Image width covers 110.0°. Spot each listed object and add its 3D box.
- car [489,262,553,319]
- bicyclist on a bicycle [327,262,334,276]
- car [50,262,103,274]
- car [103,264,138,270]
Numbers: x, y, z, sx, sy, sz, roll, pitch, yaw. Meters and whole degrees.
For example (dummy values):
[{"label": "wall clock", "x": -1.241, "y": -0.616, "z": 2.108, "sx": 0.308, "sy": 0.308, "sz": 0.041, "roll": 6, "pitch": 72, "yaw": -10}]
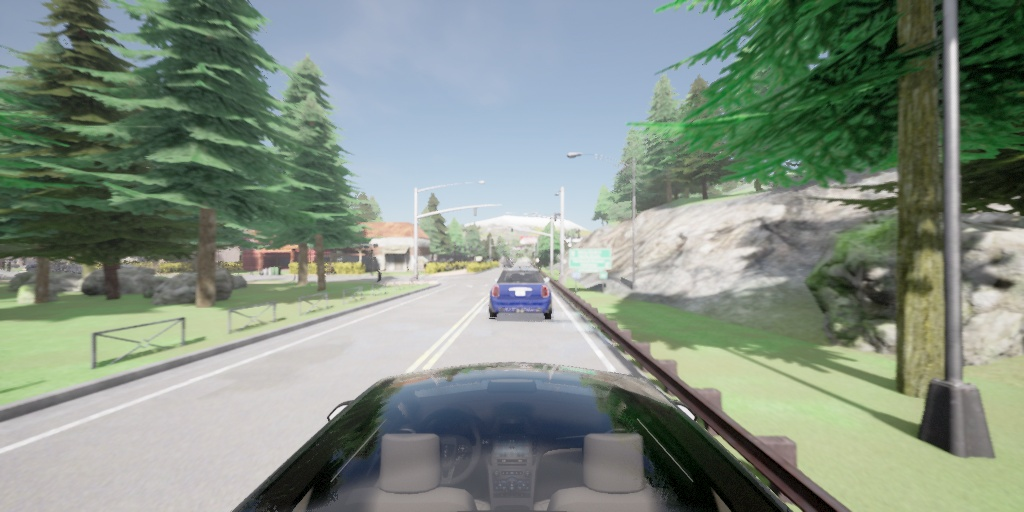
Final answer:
[{"label": "car", "x": 0.358, "y": 1.216, "z": 13.536, "sx": 2.097, "sy": 1.767, "sz": 4.553, "roll": 0, "pitch": -1, "yaw": 3}, {"label": "bicyclist on a bicycle", "x": -21.961, "y": 1.554, "z": 43.420, "sx": 0.582, "sy": 1.620, "sz": 1.656, "roll": 0, "pitch": 0, "yaw": 2}, {"label": "car", "x": -47.047, "y": 1.685, "z": 38.253, "sx": 4.892, "sy": 1.490, "sz": 1.837, "roll": 0, "pitch": 0, "yaw": 10}, {"label": "car", "x": -45.610, "y": 1.715, "z": 41.634, "sx": 4.892, "sy": 1.490, "sz": 1.837, "roll": 0, "pitch": 0, "yaw": 11}]
